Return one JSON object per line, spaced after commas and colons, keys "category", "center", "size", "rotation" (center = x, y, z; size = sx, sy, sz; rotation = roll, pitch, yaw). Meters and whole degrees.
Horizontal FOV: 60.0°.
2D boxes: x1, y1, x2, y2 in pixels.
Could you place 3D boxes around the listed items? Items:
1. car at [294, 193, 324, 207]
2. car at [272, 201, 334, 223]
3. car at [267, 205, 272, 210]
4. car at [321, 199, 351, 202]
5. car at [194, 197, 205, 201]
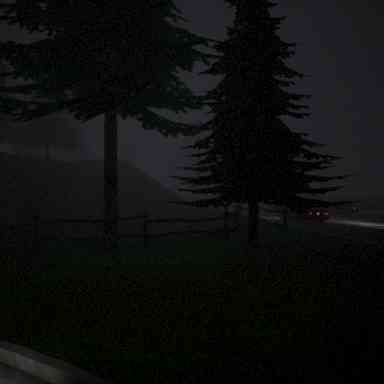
{"category": "car", "center": [18.390, 1.255, 52.592], "size": [2.150, 2.045, 5.566], "rotation": [0, 0, -9]}
{"category": "car", "center": [8.377, 1.564, 25.550], "size": [2.033, 1.411, 5.357], "rotation": [0, 0, -9]}
{"category": "car", "center": [10.063, 1.507, 37.637], "size": [1.882, 1.535, 5.008], "rotation": [0, 0, -9]}
{"category": "car", "center": [17.085, 1.540, 38.025], "size": [1.812, 1.442, 4.674], "rotation": [0, 0, -9]}
{"category": "car", "center": [1.671, 1.618, 69.266], "size": [1.812, 1.442, 4.674], "rotation": [0, 0, -9]}
